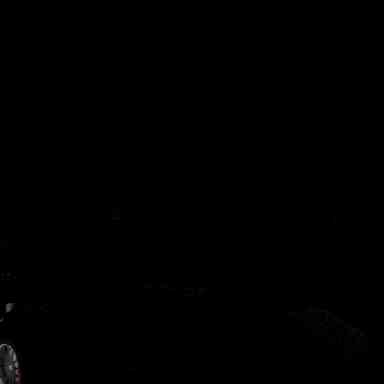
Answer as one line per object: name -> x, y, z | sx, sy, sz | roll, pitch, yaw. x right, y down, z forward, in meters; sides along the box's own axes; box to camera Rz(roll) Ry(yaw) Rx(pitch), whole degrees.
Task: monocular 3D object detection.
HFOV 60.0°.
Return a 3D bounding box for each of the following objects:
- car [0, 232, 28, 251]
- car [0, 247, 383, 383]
car -> -4.676, 1.477, 6.451 | 4.892, 1.521, 2.231 | 0, 0, 34
car -> -0.194, 1.516, 3.401 | 4.674, 1.452, 2.002 | 0, 0, 35
